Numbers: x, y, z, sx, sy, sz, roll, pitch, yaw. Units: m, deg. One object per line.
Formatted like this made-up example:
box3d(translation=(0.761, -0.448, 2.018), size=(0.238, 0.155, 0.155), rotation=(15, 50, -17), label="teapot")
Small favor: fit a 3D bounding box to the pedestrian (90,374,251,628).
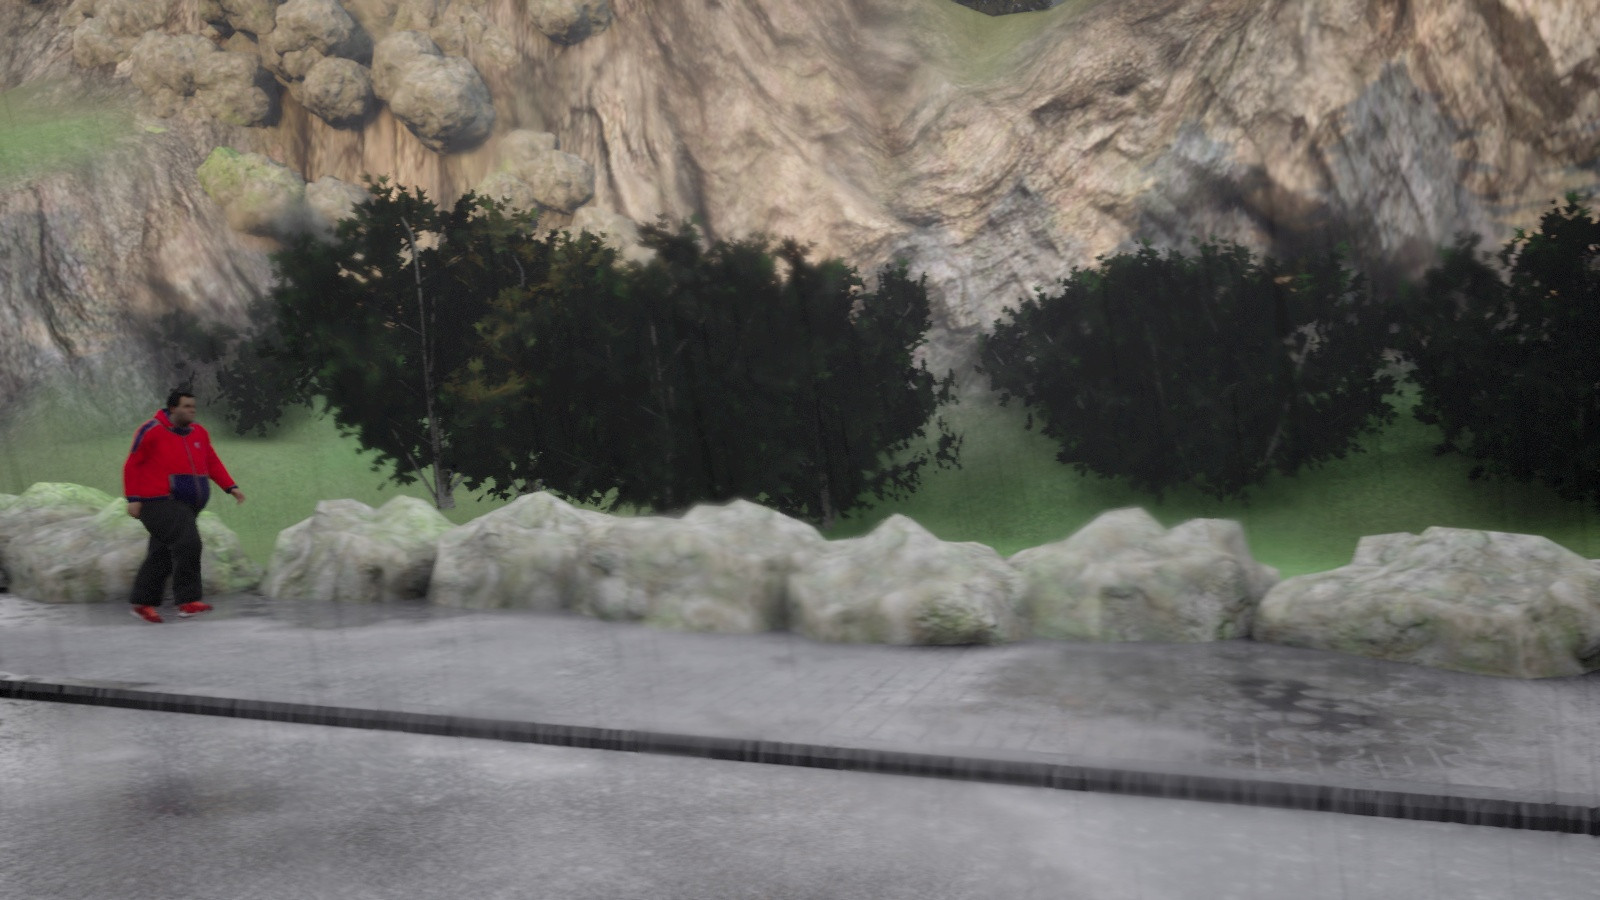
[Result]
box3d(translation=(-4.788, 0.365, 9.574), size=(0.899, 1.844, 0.634), rotation=(1, 1, 18), label="pedestrian")
